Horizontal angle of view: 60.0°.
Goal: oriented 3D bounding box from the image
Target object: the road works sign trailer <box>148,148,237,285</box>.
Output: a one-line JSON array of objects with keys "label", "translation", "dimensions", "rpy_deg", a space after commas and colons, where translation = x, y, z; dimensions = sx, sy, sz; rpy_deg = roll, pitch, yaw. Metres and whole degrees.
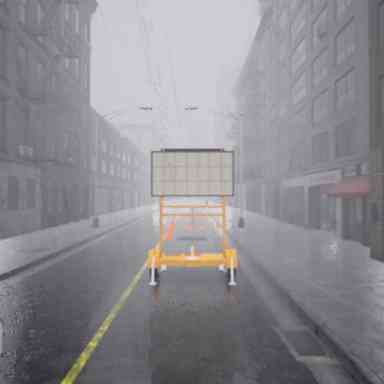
[{"label": "road works sign trailer", "translation": [0.016, 0.540, 9.727], "dimensions": [2.380, 3.560, 2.880], "rpy_deg": [0, 0, 0]}]

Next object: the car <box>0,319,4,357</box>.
[{"label": "car", "translation": [-2.995, 1.542, 1.920], "dimensions": [1.812, 1.442, 4.674], "rpy_deg": [0, 0, 0]}]
